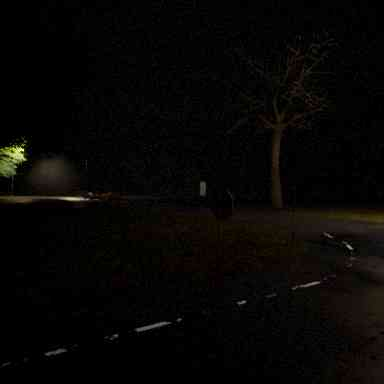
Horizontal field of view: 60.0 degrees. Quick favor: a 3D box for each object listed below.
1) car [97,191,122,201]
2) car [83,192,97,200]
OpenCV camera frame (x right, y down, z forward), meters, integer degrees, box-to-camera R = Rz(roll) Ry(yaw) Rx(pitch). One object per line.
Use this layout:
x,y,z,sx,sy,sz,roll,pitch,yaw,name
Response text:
-12.939,0.646,53.306,1.882,1.535,5.008,2,-1,-35,car
-18.010,0.679,60.270,2.033,1.411,5.357,2,-1,-36,car
